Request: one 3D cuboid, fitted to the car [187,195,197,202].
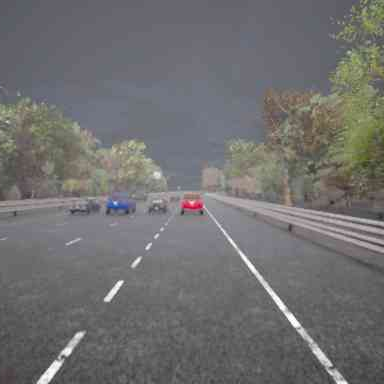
[{"bbox_3d":[0.112,1.327,69.031,1.994,1.385,4.181,0,0,1],"label":"car"}]

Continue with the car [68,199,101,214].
[{"bbox_3d":[-10.483,1.431,32.968,2.033,1.411,5.357,0,0,0],"label":"car"}]

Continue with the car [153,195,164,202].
[{"bbox_3d":[-6.904,1.366,68.726,1.895,1.301,4.718,0,0,1],"label":"car"}]

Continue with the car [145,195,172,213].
[{"bbox_3d":[-3.464,1.402,35.087,1.812,1.442,4.674,0,0,1],"label":"car"}]

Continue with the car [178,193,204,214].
[{"bbox_3d":[0.018,1.108,33.177,2.150,2.045,5.566,0,1,0],"label":"car"}]

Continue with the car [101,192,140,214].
[{"bbox_3d":[-6.982,1.107,33.157,2.150,2.045,5.566,0,1,0],"label":"car"}]

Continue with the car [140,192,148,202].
[{"bbox_3d":[-10.405,0.986,68.478,2.150,2.045,5.566,0,0,1],"label":"car"}]

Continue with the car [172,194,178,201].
[{"bbox_3d":[-3.387,1.268,69.020,1.837,1.490,4.892,0,0,1],"label":"car"}]
